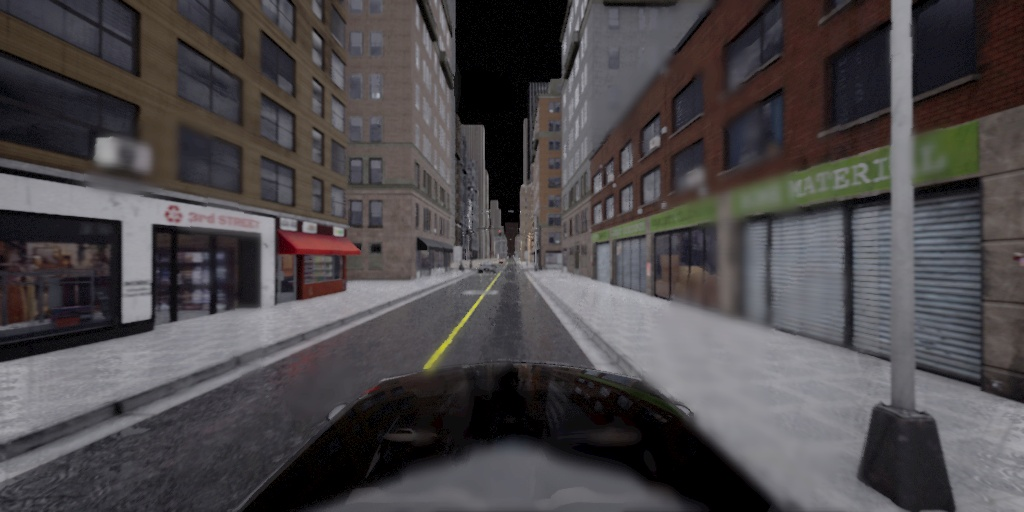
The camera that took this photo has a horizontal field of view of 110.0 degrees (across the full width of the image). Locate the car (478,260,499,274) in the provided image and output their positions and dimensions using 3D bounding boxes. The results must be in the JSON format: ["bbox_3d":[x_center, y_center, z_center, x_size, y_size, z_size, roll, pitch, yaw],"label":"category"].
[{"bbox_3d":[-2.995,1.418,43.892,1.994,1.385,4.181,0,0,0],"label":"car"}]
